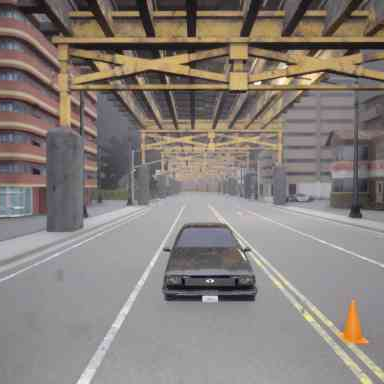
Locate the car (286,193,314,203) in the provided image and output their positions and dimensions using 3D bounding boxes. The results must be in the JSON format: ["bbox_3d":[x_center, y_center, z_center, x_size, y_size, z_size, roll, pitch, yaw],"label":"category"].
[{"bbox_3d":[17.462,1.007,54.792,4.974,1.542,2.038,0,1,-20],"label":"car"}]

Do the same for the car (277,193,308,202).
[{"bbox_3d":[17.810,0.960,58.948,4.974,1.542,2.038,0,1,25],"label":"car"}]

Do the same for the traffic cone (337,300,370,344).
[{"bbox_3d":[2.453,1.949,5.070,0.340,0.580,0.340,0,0,0],"label":"traffic cone"}]

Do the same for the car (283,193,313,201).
[{"bbox_3d":[17.511,0.849,54.808,4.536,1.218,1.853,0,1,-20],"label":"car"}]

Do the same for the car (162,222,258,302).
[{"bbox_3d":[0.361,1.534,8.677,2.033,1.411,5.357,0,0,1],"label":"car"}]

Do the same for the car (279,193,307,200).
[{"bbox_3d":[17.857,0.803,58.925,4.536,1.218,1.853,0,1,25],"label":"car"}]
